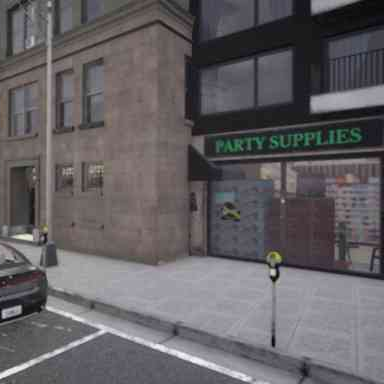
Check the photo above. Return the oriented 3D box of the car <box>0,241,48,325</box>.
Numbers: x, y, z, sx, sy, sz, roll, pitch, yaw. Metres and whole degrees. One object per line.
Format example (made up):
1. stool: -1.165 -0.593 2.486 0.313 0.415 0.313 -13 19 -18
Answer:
1. car: -4.444 1.535 6.175 4.403 1.369 2.008 0 0 35
